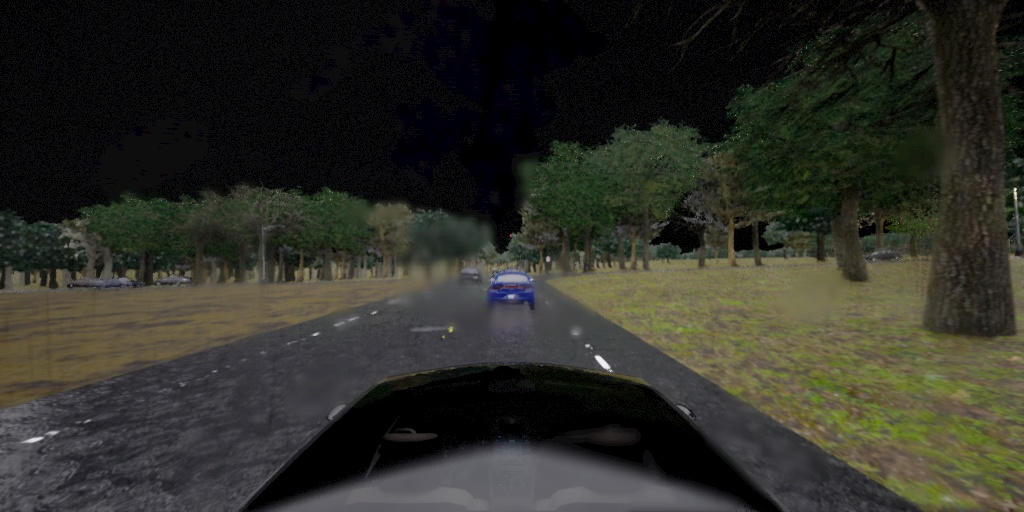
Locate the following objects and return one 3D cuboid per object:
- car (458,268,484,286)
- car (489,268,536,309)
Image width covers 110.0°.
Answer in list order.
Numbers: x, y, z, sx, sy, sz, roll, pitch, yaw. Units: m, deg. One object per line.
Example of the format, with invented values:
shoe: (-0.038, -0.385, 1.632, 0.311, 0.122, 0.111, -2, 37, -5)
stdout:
car: (-3.507, 1.797, 31.470, 2.033, 1.411, 5.357, 0, -1, 0)
car: (0.029, 1.437, 16.162, 1.882, 1.535, 5.008, 0, -1, 0)
